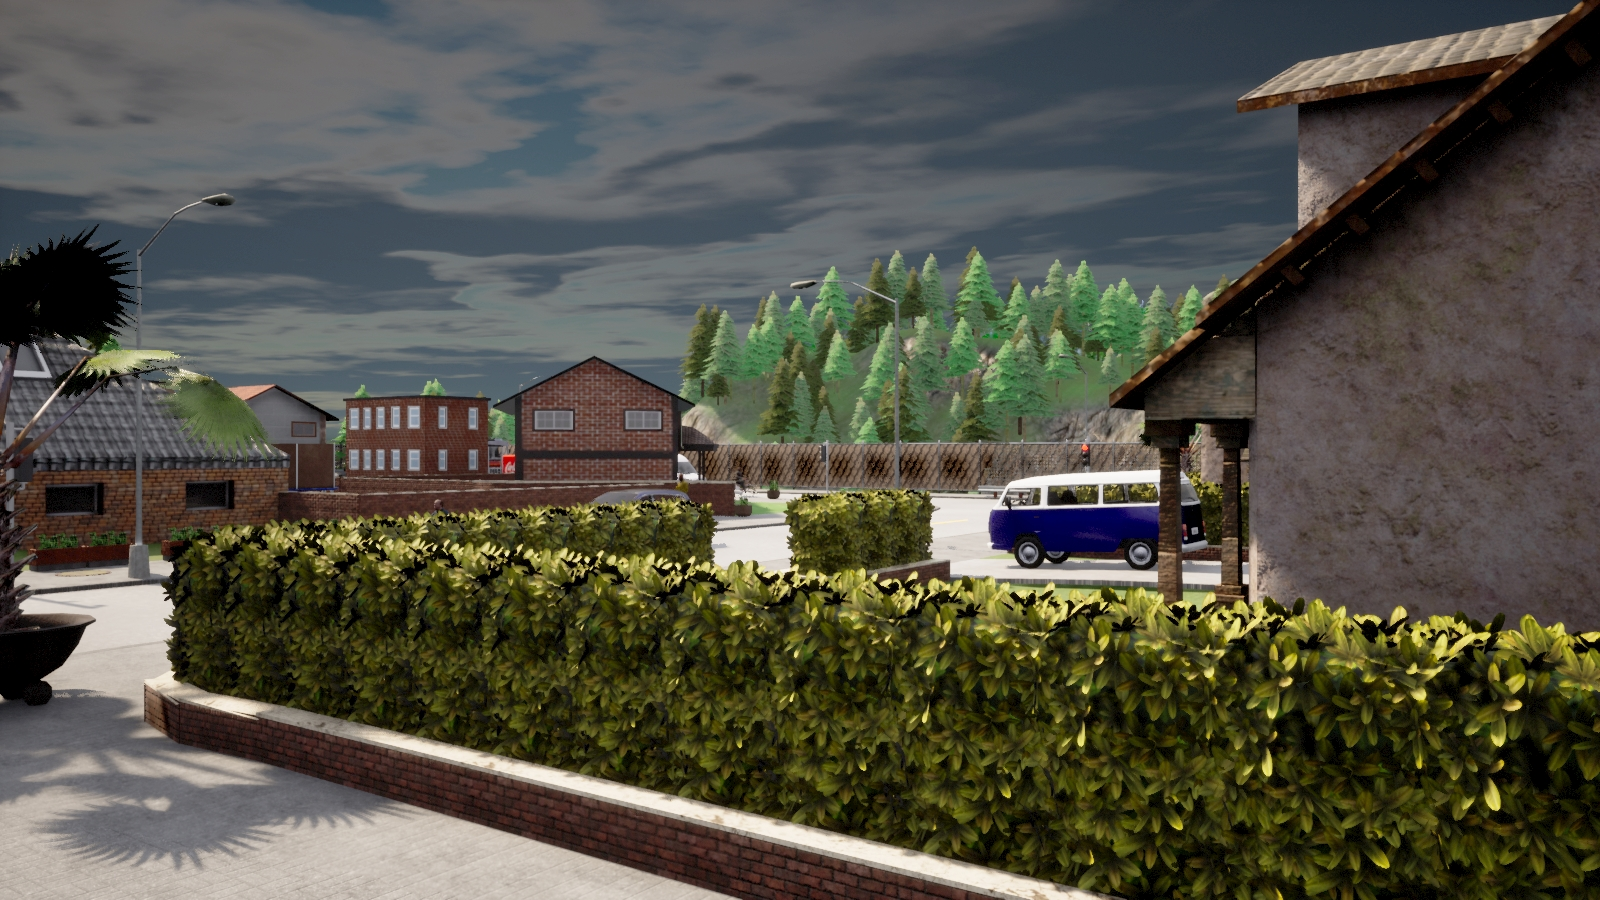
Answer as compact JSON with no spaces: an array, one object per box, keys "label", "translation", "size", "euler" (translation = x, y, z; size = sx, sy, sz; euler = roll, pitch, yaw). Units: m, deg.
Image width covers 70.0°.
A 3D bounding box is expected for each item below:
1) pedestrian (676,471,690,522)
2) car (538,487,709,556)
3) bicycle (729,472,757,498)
[{"label":"pedestrian","translation":[-4.345,1.732,42.405],"size":[0.375,1.860,0.375],"euler":[0,0,36]},{"label":"car","translation":[-4.929,1.959,32.478],"size":[2.242,1.667,4.611],"euler":[0,0,35]},{"label":"bicycle","translation":[-3.386,2.044,67.251],"size":[1.835,1.471,0.329],"euler":[0,0,35]}]
